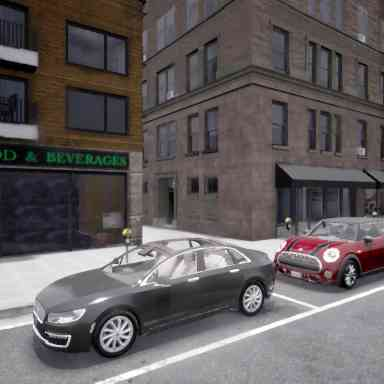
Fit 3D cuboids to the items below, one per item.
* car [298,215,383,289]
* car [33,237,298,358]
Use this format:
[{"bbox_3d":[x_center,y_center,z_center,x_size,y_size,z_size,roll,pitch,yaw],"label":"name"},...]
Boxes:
[{"bbox_3d":[4.108,1.443,9.090,4.097,1.590,1.967,0,0,-35],"label":"car"},{"bbox_3d":[-0.395,1.551,5.899,4.403,1.369,2.008,0,0,-35],"label":"car"}]
